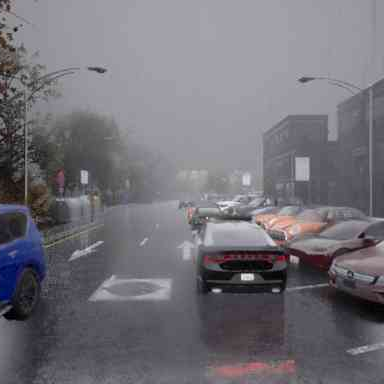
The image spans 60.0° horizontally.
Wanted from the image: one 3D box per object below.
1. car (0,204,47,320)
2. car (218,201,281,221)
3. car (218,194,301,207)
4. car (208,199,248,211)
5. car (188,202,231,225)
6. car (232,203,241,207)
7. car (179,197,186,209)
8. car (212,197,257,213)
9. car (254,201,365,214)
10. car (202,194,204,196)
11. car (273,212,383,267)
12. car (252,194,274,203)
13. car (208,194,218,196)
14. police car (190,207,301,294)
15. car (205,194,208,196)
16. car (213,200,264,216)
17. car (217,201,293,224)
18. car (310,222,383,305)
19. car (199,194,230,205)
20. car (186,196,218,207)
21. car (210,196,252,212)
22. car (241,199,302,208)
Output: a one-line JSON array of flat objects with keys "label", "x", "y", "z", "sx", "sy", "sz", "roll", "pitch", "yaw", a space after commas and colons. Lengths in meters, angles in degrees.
[{"label": "car", "x": -3.914, "y": 1.225, "z": 4.361, "sx": 2.150, "sy": 2.045, "sz": 5.566, "roll": 0, "pitch": 0, "yaw": -1}, {"label": "car", "x": 4.858, "y": 1.561, "z": 28.215, "sx": 4.792, "sy": 1.488, "sz": 2.163, "roll": 1, "pitch": 0, "yaw": -21}, {"label": "car", "x": 4.961, "y": 1.265, "z": 22.201, "sx": 5.566, "sy": 2.045, "sz": 2.435, "roll": 1, "pitch": 0, "yaw": -21}, {"label": "car", "x": 4.672, "y": 1.627, "z": 43.239, "sx": 4.674, "sy": 1.452, "sz": 2.002, "roll": 1, "pitch": 0, "yaw": -21}, {"label": "car", "x": 0.868, "y": 1.529, "z": 18.862, "sx": 1.837, "sy": 1.490, "sz": 4.892, "roll": 0, "pitch": 0, "yaw": -1}, {"label": "car", "x": 5.010, "y": 1.549, "z": 19.223, "sx": 4.674, "sy": 1.452, "sz": 2.002, "roll": 1, "pitch": 0, "yaw": -21}, {"label": "car", "x": -0.732, "y": 1.469, "z": 46.796, "sx": 2.097, "sy": 1.767, "sz": 4.553, "roll": 0, "pitch": 0, "yaw": 0}, {"label": "car", "x": 4.728, "y": 1.436, "z": 37.230, "sx": 4.553, "sy": 1.767, "sz": 2.185, "roll": 1, "pitch": -1, "yaw": -21}, {"label": "car", "x": 5.135, "y": 1.374, "z": 13.226, "sx": 4.553, "sy": 1.767, "sz": 2.185, "roll": 1, "pitch": 0, "yaw": -21}, {"label": "car", "x": 4.252, "y": 1.648, "z": 58.189, "sx": 5.366, "sy": 1.575, "sz": 1.946, "roll": 1, "pitch": 0, "yaw": -21}, {"label": "car", "x": 5.121, "y": 1.524, "z": 10.205, "sx": 4.792, "sy": 1.488, "sz": 2.163, "roll": 1, "pitch": 0, "yaw": -21}, {"label": "car", "x": 17.030, "y": 1.511, "z": 80.495, "sx": 2.435, "sy": 2.045, "sz": 5.566, "roll": 0, "pitch": 0, "yaw": -22}, {"label": "car", "x": 4.822, "y": 1.289, "z": 31.217, "sx": 5.566, "sy": 2.045, "sz": 2.435, "roll": 1, "pitch": 0, "yaw": -21}, {"label": "police car", "x": 1.022, "y": 1.433, "z": 8.973, "sx": 1.930, "sy": 1.638, "sz": 5.238, "roll": 0, "pitch": 0, "yaw": -1}, {"label": "car", "x": 4.660, "y": 1.474, "z": 46.248, "sx": 4.553, "sy": 1.767, "sz": 2.185, "roll": 1, "pitch": 0, "yaw": -21}, {"label": "car", "x": 4.777, "y": 1.581, "z": 34.215, "sx": 4.792, "sy": 1.488, "sz": 2.163, "roll": 1, "pitch": 0, "yaw": -21}, {"label": "car", "x": 4.756, "y": 1.518, "z": 25.155, "sx": 5.366, "sy": 1.575, "sz": 1.946, "roll": 1, "pitch": 0, "yaw": -21}, {"label": "car", "x": 5.199, "y": 1.532, "z": 7.215, "sx": 4.674, "sy": 1.452, "sz": 2.002, "roll": 1, "pitch": 0, "yaw": -21}, {"label": "car", "x": 4.337, "y": 1.430, "z": 64.286, "sx": 5.566, "sy": 2.045, "sz": 2.435, "roll": 1, "pitch": -1, "yaw": -21}, {"label": "car", "x": 0.778, "y": 1.388, "z": 24.832, "sx": 2.097, "sy": 1.767, "sz": 4.553, "roll": 0, "pitch": 0, "yaw": -1}, {"label": "car", "x": 4.685, "y": 1.448, "z": 40.230, "sx": 4.553, "sy": 1.767, "sz": 2.185, "roll": 1, "pitch": -1, "yaw": -21}, {"label": "car", "x": 5.090, "y": 1.379, "z": 16.227, "sx": 4.553, "sy": 1.767, "sz": 2.185, "roll": 1, "pitch": 0, "yaw": -21}]
